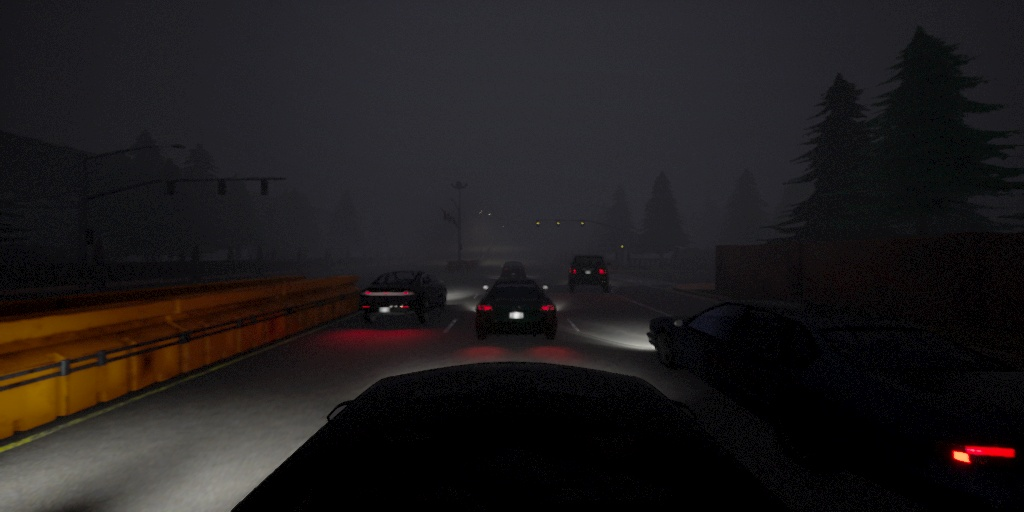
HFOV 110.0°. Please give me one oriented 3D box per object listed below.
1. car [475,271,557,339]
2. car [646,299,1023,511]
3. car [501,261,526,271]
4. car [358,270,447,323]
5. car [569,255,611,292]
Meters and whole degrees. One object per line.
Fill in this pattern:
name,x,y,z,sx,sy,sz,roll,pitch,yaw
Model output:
car,0.099,1.298,10.041,1.994,1.385,4.181,0,0,0
car,3.600,1.292,4.733,2.033,1.411,5.357,0,0,0
car,0.100,1.178,29.365,1.882,1.535,5.008,0,0,0
car,-3.400,1.223,11.991,2.128,1.511,4.902,0,0,0
car,4.653,0.938,21.284,2.150,2.045,5.566,0,0,15
